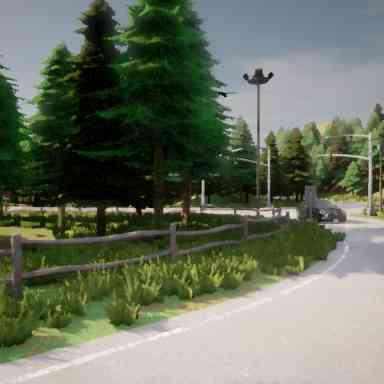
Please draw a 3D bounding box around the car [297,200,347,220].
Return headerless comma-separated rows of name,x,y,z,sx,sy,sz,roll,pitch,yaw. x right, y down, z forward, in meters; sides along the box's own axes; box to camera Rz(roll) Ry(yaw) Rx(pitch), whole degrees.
car,9.813,1.403,25.447,2.097,1.767,4.553,0,0,-6
